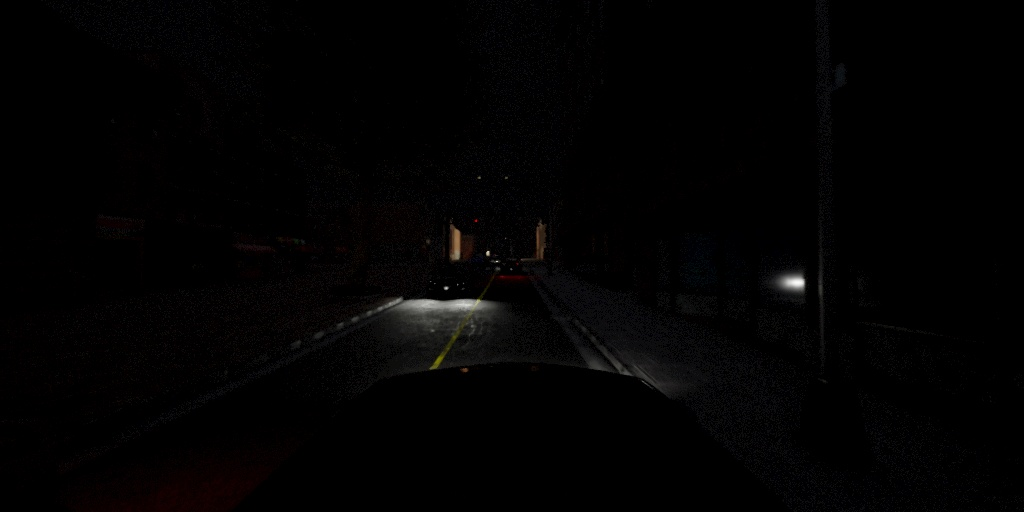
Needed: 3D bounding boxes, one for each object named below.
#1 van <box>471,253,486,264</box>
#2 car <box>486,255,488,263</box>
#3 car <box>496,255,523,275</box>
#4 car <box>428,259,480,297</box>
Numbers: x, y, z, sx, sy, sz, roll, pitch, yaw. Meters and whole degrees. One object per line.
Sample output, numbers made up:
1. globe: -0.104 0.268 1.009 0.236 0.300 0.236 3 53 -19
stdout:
1. van: -5.607 0.382 57.738 1.690 1.789 3.998 0 0 0
2. car: -5.627 0.582 61.058 2.007 1.370 4.403 0 0 0
3. car: -0.052 0.792 31.414 2.128 1.511 4.902 0 2 0
4. car: -2.893 1.116 18.149 1.837 1.490 4.892 0 1 0
